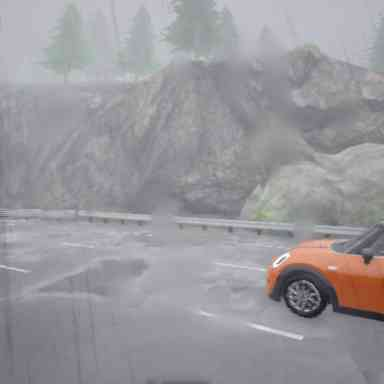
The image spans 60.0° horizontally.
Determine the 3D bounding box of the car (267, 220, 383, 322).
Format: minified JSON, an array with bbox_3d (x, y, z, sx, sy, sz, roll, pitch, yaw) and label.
[{"bbox_3d":[3.616,1.236,5.659,4.553,1.767,2.097,0,1,35],"label":"car"}]
